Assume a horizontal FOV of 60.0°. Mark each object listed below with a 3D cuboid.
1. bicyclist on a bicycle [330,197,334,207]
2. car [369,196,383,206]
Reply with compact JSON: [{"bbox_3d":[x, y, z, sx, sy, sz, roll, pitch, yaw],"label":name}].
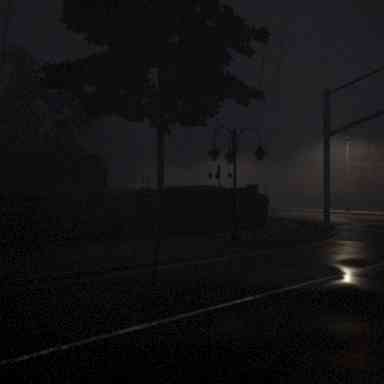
[{"bbox_3d":[20.837,1.426,50.104,1.656,1.620,0.582,-6,-7,-37],"label":"bicyclist on a bicycle"},{"bbox_3d":[28.414,1.290,48.461,2.242,1.667,4.611,0,0,-35],"label":"car"}]
